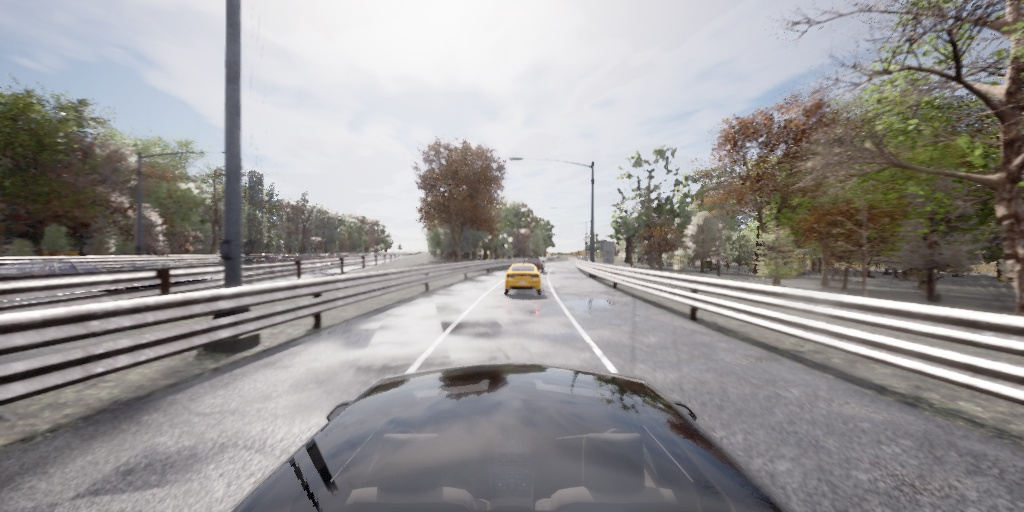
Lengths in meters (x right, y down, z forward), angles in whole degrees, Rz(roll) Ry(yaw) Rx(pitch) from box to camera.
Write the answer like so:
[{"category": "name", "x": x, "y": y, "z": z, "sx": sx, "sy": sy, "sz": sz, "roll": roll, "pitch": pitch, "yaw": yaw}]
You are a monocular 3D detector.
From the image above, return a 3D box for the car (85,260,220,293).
[{"category": "car", "x": -15.683, "y": 0.951, "z": 16.089, "sx": 1.895, "sy": 1.301, "sz": 4.718, "roll": 0, "pitch": 0, "yaw": -13}]

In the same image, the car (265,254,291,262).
[{"category": "car", "x": -30.146, "y": 0.502, "z": 46.334, "sx": 1.812, "sy": 1.442, "sz": 4.674, "roll": 0, "pitch": 1, "yaw": -13}]

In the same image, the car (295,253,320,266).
[{"category": "car", "x": -26.769, "y": 0.345, "z": 47.268, "sx": 2.097, "sy": 1.767, "sz": 4.553, "roll": 0, "pitch": 1, "yaw": -13}]

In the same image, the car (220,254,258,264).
[{"category": "car", "x": -27.744, "y": 0.569, "z": 36.617, "sx": 2.128, "sy": 1.511, "sz": 4.902, "roll": 0, "pitch": 0, "yaw": -13}]

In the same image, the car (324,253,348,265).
[{"category": "car", "x": -23.253, "y": 0.367, "z": 47.608, "sx": 2.097, "sy": 1.767, "sz": 4.553, "roll": 0, "pitch": 1, "yaw": -13}]

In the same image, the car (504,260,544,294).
[{"category": "car", "x": 0.650, "y": 1.168, "z": 19.909, "sx": 1.882, "sy": 1.535, "sz": 5.008, "roll": 0, "pitch": 0, "yaw": 3}]

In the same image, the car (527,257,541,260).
[{"category": "car", "x": 2.550, "y": 0.957, "z": 40.898, "sx": 2.097, "sy": 1.767, "sz": 4.553, "roll": 0, "pitch": 0, "yaw": 7}]

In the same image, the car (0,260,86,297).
[{"category": "car", "x": -19.028, "y": 0.882, "z": 15.024, "sx": 2.033, "sy": 1.411, "sz": 5.357, "roll": 0, "pitch": 0, "yaw": -13}]
